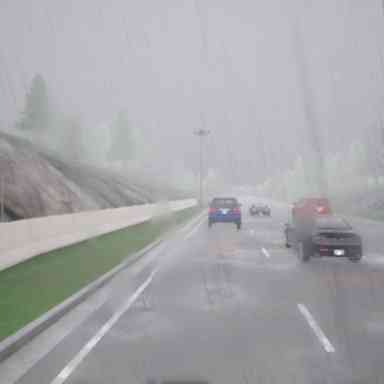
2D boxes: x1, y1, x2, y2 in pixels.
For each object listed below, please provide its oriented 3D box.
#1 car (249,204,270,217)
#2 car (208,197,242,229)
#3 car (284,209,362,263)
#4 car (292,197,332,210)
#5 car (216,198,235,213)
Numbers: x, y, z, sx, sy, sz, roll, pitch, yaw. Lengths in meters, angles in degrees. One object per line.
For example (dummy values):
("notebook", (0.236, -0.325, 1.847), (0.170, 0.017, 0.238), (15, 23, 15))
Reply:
("car", (7.032, 1.863, 35.038), (1.895, 1.301, 4.718), (0, 0, 6))
("car", (2.306, 1.376, 23.437), (2.150, 2.045, 5.566), (0, 0, 6))
("car", (4.739, 1.619, 12.613), (1.837, 1.490, 4.892), (0, 0, 5))
("car", (9.753, 1.464, 27.374), (2.150, 2.045, 5.566), (0, 0, 6))
("car", (4.160, 1.624, 41.200), (2.097, 1.767, 4.553), (0, 0, 6))
